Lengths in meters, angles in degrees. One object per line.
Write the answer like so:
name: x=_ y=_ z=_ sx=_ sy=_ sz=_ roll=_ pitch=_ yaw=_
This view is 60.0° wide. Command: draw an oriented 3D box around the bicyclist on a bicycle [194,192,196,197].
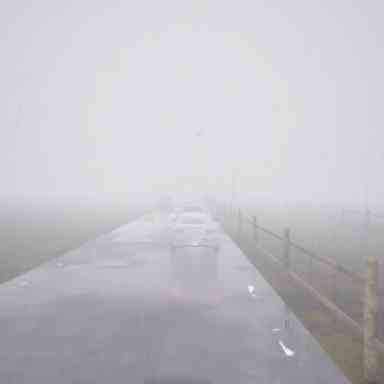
bicyclist on a bicycle: x=0.775 y=0.732 z=82.462 sx=0.659 sy=1.776 sz=1.843 roll=0 pitch=1 yaw=0

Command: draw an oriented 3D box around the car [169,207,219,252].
car: x=0.098 y=1.543 z=13.802 sx=1.812 sy=1.442 sz=4.674 roll=0 pitch=0 yaw=0

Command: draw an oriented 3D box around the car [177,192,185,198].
car: x=-2.732 y=0.707 z=77.377 sx=1.882 sy=1.535 sz=5.008 roll=0 pitch=1 yaw=0

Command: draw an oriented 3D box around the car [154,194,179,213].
car: x=-2.834 y=1.310 z=35.916 sx=2.097 sy=1.767 sz=4.553 roll=0 pitch=1 yaw=0

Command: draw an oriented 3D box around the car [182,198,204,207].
car: x=0.102 y=1.532 z=29.240 sx=1.812 sy=1.442 sz=4.674 roll=0 pitch=0 yaw=0
